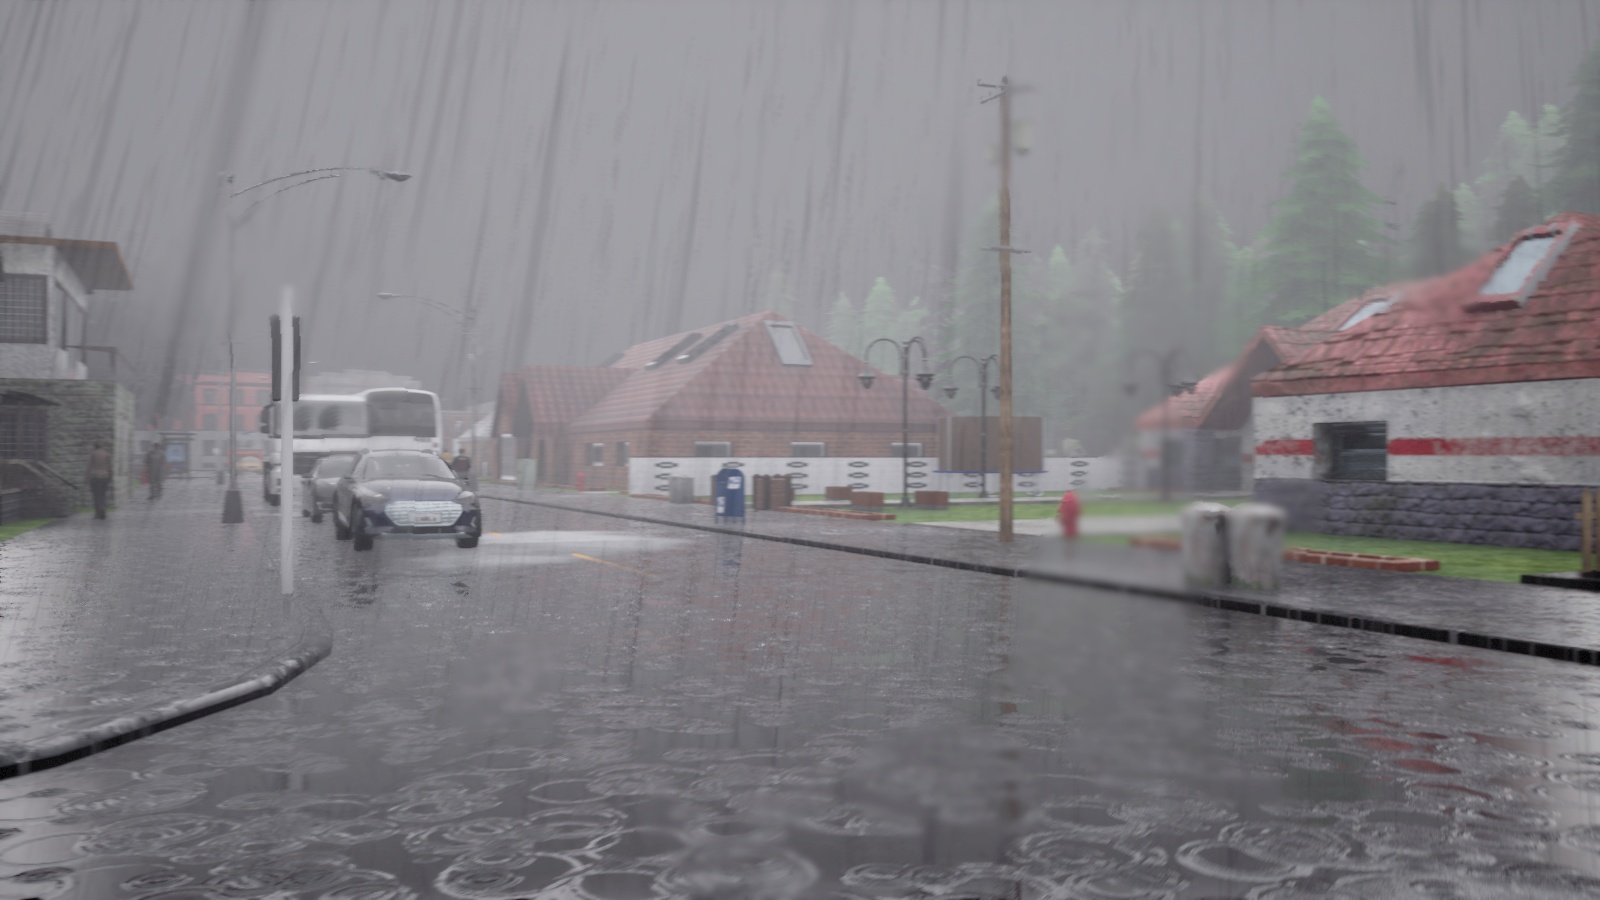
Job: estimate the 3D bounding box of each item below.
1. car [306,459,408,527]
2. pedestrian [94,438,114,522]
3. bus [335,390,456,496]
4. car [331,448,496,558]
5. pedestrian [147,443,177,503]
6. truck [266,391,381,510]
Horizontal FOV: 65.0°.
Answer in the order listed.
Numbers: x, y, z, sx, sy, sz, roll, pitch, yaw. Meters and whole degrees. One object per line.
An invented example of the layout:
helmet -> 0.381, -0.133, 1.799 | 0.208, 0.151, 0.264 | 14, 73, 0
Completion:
car -> -10.668, 0.954, 30.034 | 1.837, 1.490, 4.892 | 0, 0, -25
pedestrian -> -15.534, 0.669, 28.022 | 0.331, 1.846, 0.634 | 0, 0, -34
bus -> -18.172, -0.260, 55.836 | 3.944, 4.253, 10.273 | 0, 0, -25
car -> -6.737, 0.818, 21.507 | 2.033, 1.649, 4.856 | 0, 0, -25
pedestrian -> -21.005, 0.762, 41.381 | 0.659, 1.952, 0.873 | 0, 0, -10
truck -> -15.520, 0.043, 40.543 | 2.891, 3.462, 7.936 | 0, 0, -25
